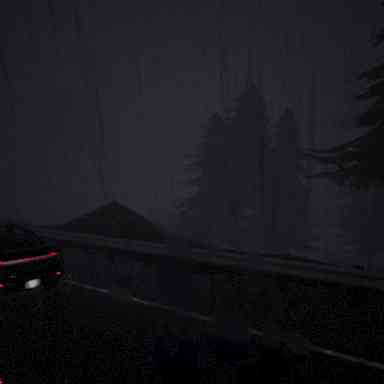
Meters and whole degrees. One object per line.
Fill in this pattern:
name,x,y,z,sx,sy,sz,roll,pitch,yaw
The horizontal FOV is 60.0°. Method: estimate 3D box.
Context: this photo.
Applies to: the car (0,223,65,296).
car,-4.875,1.439,7.474,4.902,1.511,2.128,0,0,36
